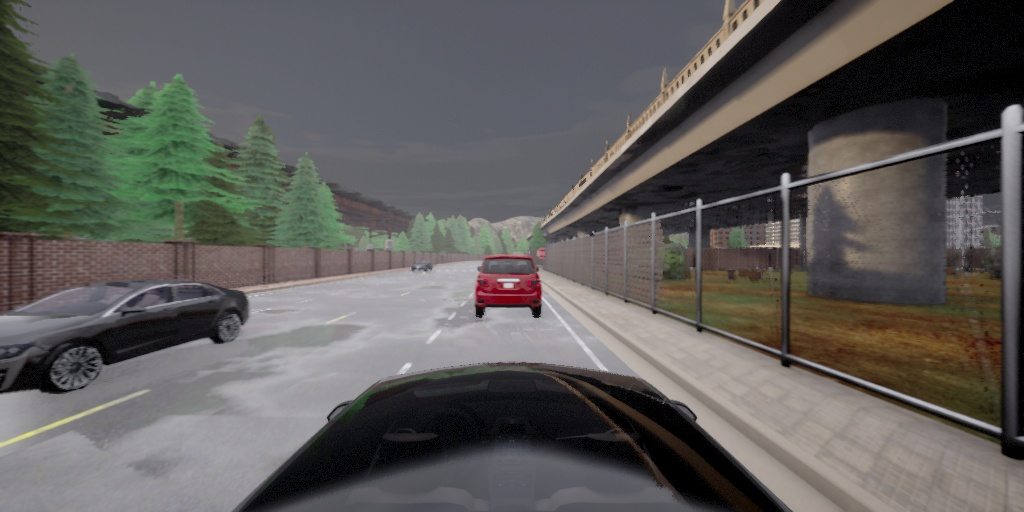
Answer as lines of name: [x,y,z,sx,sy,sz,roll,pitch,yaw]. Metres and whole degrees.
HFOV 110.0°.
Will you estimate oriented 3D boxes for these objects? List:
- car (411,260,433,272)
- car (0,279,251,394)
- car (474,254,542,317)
car: [-11.207,1.202,45.007,2.128,1.511,4.902,0,0,-1]
car: [-7.242,1.219,6.679,2.128,1.511,4.902,0,0,-1]
car: [-0.140,0.965,13.296,2.150,2.045,5.566,0,0,-1]
